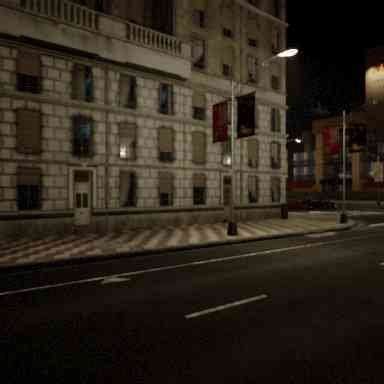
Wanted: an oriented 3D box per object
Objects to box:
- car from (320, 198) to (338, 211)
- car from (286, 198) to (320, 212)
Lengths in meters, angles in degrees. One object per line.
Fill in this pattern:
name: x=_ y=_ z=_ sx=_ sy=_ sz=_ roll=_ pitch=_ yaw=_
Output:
car: x=15.169 y=1.449 z=40.296 sx=2.128 sy=1.511 sz=4.902 roll=0 pitch=0 yaw=-36
car: x=12.109 y=1.526 z=38.539 sx=1.994 sy=1.385 sz=4.181 roll=0 pitch=0 yaw=-36
